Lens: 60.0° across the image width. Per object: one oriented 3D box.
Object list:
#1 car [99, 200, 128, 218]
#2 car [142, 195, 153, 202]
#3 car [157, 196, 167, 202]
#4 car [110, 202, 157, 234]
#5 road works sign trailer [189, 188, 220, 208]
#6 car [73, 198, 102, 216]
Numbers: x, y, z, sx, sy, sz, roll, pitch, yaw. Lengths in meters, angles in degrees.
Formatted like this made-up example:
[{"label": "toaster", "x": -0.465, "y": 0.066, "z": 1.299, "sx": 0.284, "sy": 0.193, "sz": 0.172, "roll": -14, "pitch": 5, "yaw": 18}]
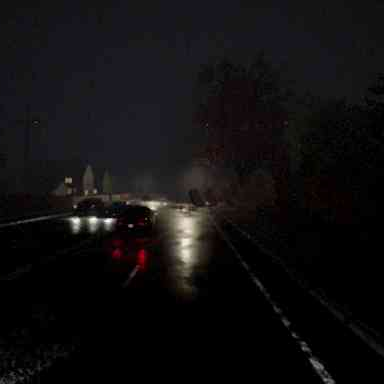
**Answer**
[{"label": "car", "x": -6.562, "y": 1.548, "z": 30.663, "sx": 2.033, "sy": 1.411, "sz": 5.357, "roll": 0, "pitch": 0, "yaw": 0}, {"label": "car", "x": -9.664, "y": 1.461, "z": 72.364, "sx": 1.812, "sy": 1.442, "sz": 4.674, "roll": 0, "pitch": 0, "yaw": 0}, {"label": "car", "x": -6.415, "y": 1.541, "z": 71.497, "sx": 1.895, "sy": 1.301, "sz": 4.718, "roll": 0, "pitch": 0, "yaw": 0}, {"label": "car", "x": -3.125, "y": 1.530, "z": 19.264, "sx": 1.812, "sy": 1.442, "sz": 4.674, "roll": 0, "pitch": 0, "yaw": 0}, {"label": "road works sign trailer", "x": 1.076, "y": 0.944, "z": 41.427, "sx": 2.880, "sy": 2.380, "sz": 3.560, "roll": -32, "pitch": -23, "yaw": 34}, {"label": "car", "x": -9.807, "y": 1.352, "z": 32.086, "sx": 2.097, "sy": 1.767, "sz": 4.553, "roll": 0, "pitch": 0, "yaw": 0}]
